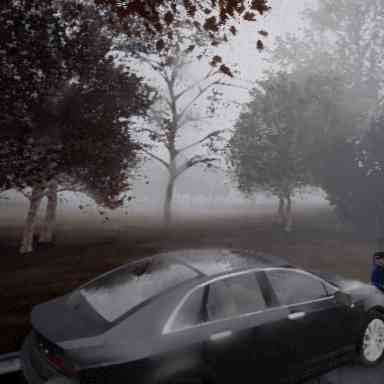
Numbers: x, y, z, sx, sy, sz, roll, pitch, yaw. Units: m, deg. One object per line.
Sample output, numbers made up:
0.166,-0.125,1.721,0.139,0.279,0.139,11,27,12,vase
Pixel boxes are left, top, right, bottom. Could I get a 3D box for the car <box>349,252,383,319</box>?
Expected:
5.888,1.552,6.711,5.008,1.535,2.097,2,-1,-25,car
